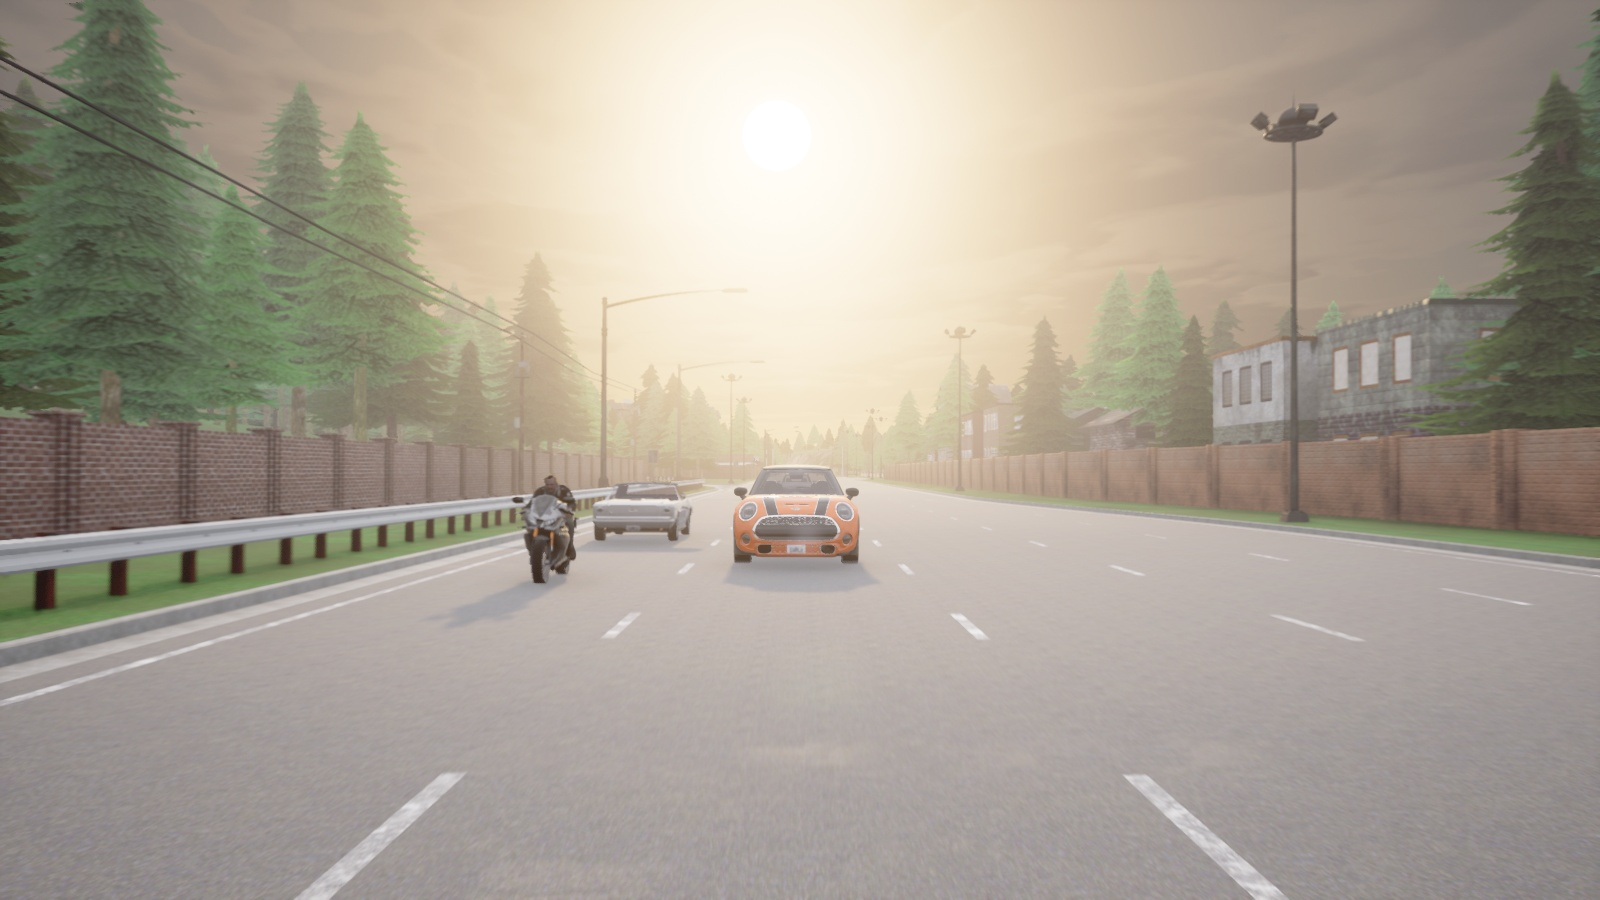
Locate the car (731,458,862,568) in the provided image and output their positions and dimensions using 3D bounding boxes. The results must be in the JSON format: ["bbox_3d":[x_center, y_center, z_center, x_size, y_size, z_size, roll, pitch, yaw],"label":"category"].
[{"bbox_3d":[-0.055,1.047,22.441,2.097,1.767,4.553,0,-1,0],"label":"car"}]

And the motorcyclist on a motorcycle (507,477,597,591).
[{"bbox_3d":[-3.544,1.167,18.151,0.866,1.530,2.191,0,-1,0],"label":"motorcyclist on a motorcycle"}]

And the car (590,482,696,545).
[{"bbox_3d":[-3.571,1.418,29.303,1.895,1.301,4.718,0,-1,0],"label":"car"}]
